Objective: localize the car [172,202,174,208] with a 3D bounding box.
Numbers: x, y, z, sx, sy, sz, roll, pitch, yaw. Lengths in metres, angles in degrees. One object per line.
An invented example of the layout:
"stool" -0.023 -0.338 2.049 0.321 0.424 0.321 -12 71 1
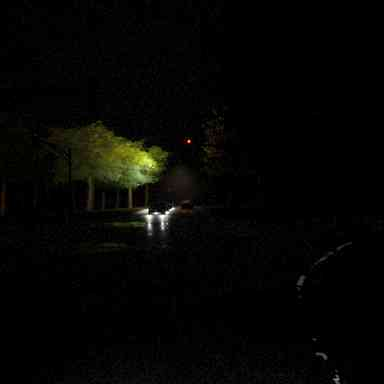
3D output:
"car" -4.545 2.072 57.983 2.097 1.767 4.553 0 -1 -1

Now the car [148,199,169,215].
"car" -4.153 1.902 40.058 1.837 1.490 4.892 0 -1 -1

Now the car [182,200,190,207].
"car" -1.473 2.822 80.614 1.882 1.535 5.008 0 -2 -1

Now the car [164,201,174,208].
"car" -4.707 2.564 68.213 1.895 1.301 4.718 0 -2 -1

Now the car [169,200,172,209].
"car" -4.353 2.078 49.051 1.812 1.442 4.674 0 -1 -1

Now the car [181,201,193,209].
"car" -0.845 2.297 56.856 1.895 1.301 4.718 0 -1 -1
